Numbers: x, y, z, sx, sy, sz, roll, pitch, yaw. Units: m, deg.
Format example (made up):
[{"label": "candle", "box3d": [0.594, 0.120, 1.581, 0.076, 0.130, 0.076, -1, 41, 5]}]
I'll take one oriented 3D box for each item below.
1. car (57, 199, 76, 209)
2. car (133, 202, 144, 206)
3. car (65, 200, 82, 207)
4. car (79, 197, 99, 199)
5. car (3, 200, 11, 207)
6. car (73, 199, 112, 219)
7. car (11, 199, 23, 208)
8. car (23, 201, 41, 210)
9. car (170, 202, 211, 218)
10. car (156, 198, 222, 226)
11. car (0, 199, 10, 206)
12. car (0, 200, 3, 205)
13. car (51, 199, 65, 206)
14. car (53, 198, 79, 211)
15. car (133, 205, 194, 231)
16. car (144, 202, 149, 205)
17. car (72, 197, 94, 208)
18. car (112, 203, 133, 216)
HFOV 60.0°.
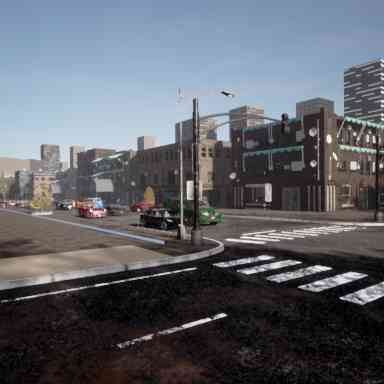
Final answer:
[{"label": "car", "box3d": [-22.969, 2.141, 60.813, 1.882, 1.535, 5.008, -1, 0, -37]}, {"label": "car", "box3d": [-6.862, 1.966, 43.604, 1.802, 1.307, 4.206, -2, 0, -37]}, {"label": "car", "box3d": [-23.448, 2.227, 65.760, 1.887, 1.381, 4.507, -1, 0, -37]}, {"label": "car", "box3d": [-16.953, 1.909, 52.775, 2.097, 1.767, 4.553, -1, 0, -37]}, {"label": "car", "box3d": [-40.109, 2.379, 74.030, 1.967, 1.590, 4.097, -1, 0, -37]}, {"label": "car", "box3d": [-10.257, 1.846, 34.149, 1.967, 1.590, 4.097, -2, 0, -37]}, {"label": "car", "box3d": [-33.473, 2.375, 65.169, 2.008, 1.369, 4.403, -1, 0, -37]}, {"label": "car", "box3d": [-26.737, 2.232, 56.169, 1.752, 1.417, 4.829, -1, 0, -37]}, {"label": "car", "box3d": [-0.230, 1.810, 34.742, 2.008, 1.369, 4.403, -2, 0, -37]}, {"label": "car", "box3d": [-0.205, 1.449, 25.054, 2.150, 2.045, 5.566, -1, 0, -37]}, {"label": "car", "box3d": [-46.740, 2.597, 82.893, 1.887, 1.381, 4.507, -1, 0, -37]}, {"label": "car", "box3d": [-43.423, 2.546, 78.462, 2.008, 1.369, 4.403, -1, 0, -37]}, {"label": "car", "box3d": [-30.081, 2.363, 74.623, 1.947, 1.339, 4.313, -1, 0, -37]}, {"label": "car", "box3d": [-19.186, 2.076, 50.562, 2.128, 1.511, 4.902, -1, 0, -36]}, {"label": "car", "box3d": [-2.036, 1.815, 22.968, 1.947, 1.339, 4.313, -2, 0, -37]}, {"label": "car", "box3d": [-3.546, 1.904, 39.173, 1.802, 1.307, 4.206, -2, 0, -37]}, {"label": "car", "box3d": [-20.136, 1.939, 61.328, 2.192, 1.841, 5.009, -1, 0, -37]}, {"label": "car", "box3d": [-8.524, 1.951, 36.189, 1.994, 1.385, 4.181, -1, 0, -36]}]
